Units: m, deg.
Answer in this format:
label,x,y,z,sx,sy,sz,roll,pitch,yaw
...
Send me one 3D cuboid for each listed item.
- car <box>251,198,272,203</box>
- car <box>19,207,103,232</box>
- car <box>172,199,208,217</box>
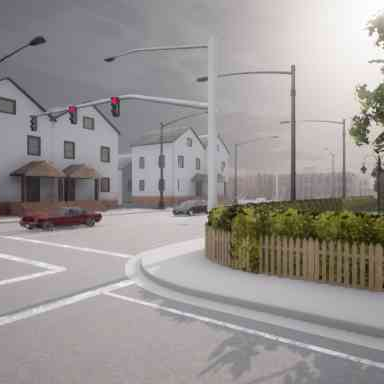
label,x,y,z,sx,sy,sz,roll,pitch,yaw
car,9.497,1.526,45.511,1.812,1.442,4.674,0,0,35
car,-7.909,1.601,20.357,1.895,1.301,4.718,0,0,35
car,0.052,1.500,31.887,1.837,1.490,4.892,0,1,35
